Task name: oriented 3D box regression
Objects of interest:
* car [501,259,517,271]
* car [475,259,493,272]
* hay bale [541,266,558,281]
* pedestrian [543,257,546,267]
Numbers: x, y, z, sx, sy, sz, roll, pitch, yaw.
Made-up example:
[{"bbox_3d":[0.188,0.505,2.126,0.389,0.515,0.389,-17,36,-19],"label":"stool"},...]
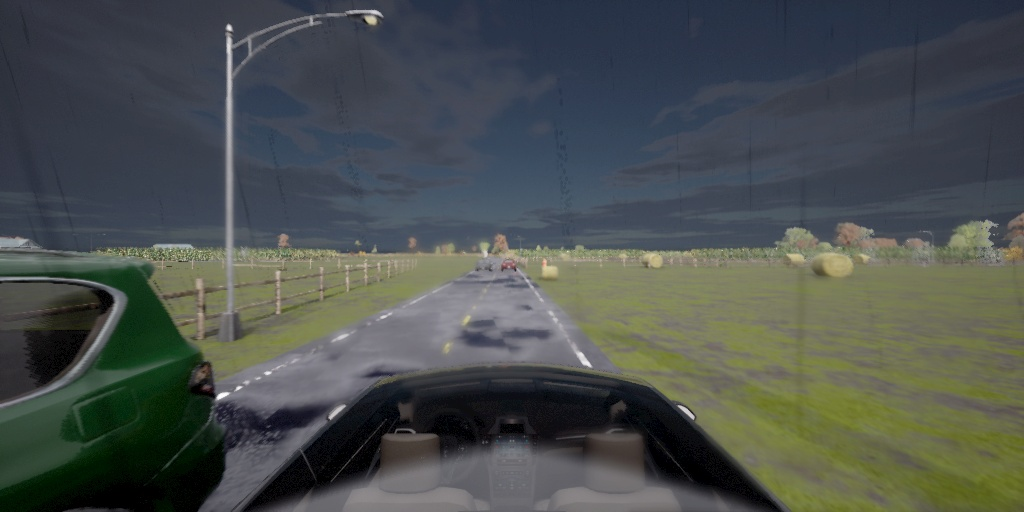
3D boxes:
[{"bbox_3d":[-0.402,1.123,44.818,1.812,1.442,4.674,0,0,-1],"label":"car"},{"bbox_3d":[-3.267,1.112,42.438,1.837,1.490,4.892,0,0,-1],"label":"car"},{"bbox_3d":[2.941,1.315,28.103,1.220,1.180,1.240,0,0,-1],"label":"hay bale"},{"bbox_3d":[2.625,0.950,29.262,0.375,1.860,0.375,0,1,1],"label":"pedestrian"}]
